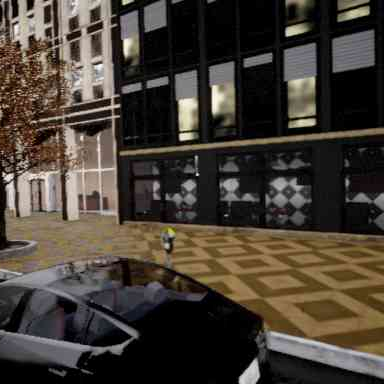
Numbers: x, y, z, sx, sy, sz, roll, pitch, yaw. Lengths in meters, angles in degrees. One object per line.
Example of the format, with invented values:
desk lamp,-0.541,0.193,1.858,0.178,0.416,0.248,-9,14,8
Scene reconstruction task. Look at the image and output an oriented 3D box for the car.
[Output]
car,-1.337,1.410,3.585,4.313,1.339,1.947,0,3,32
